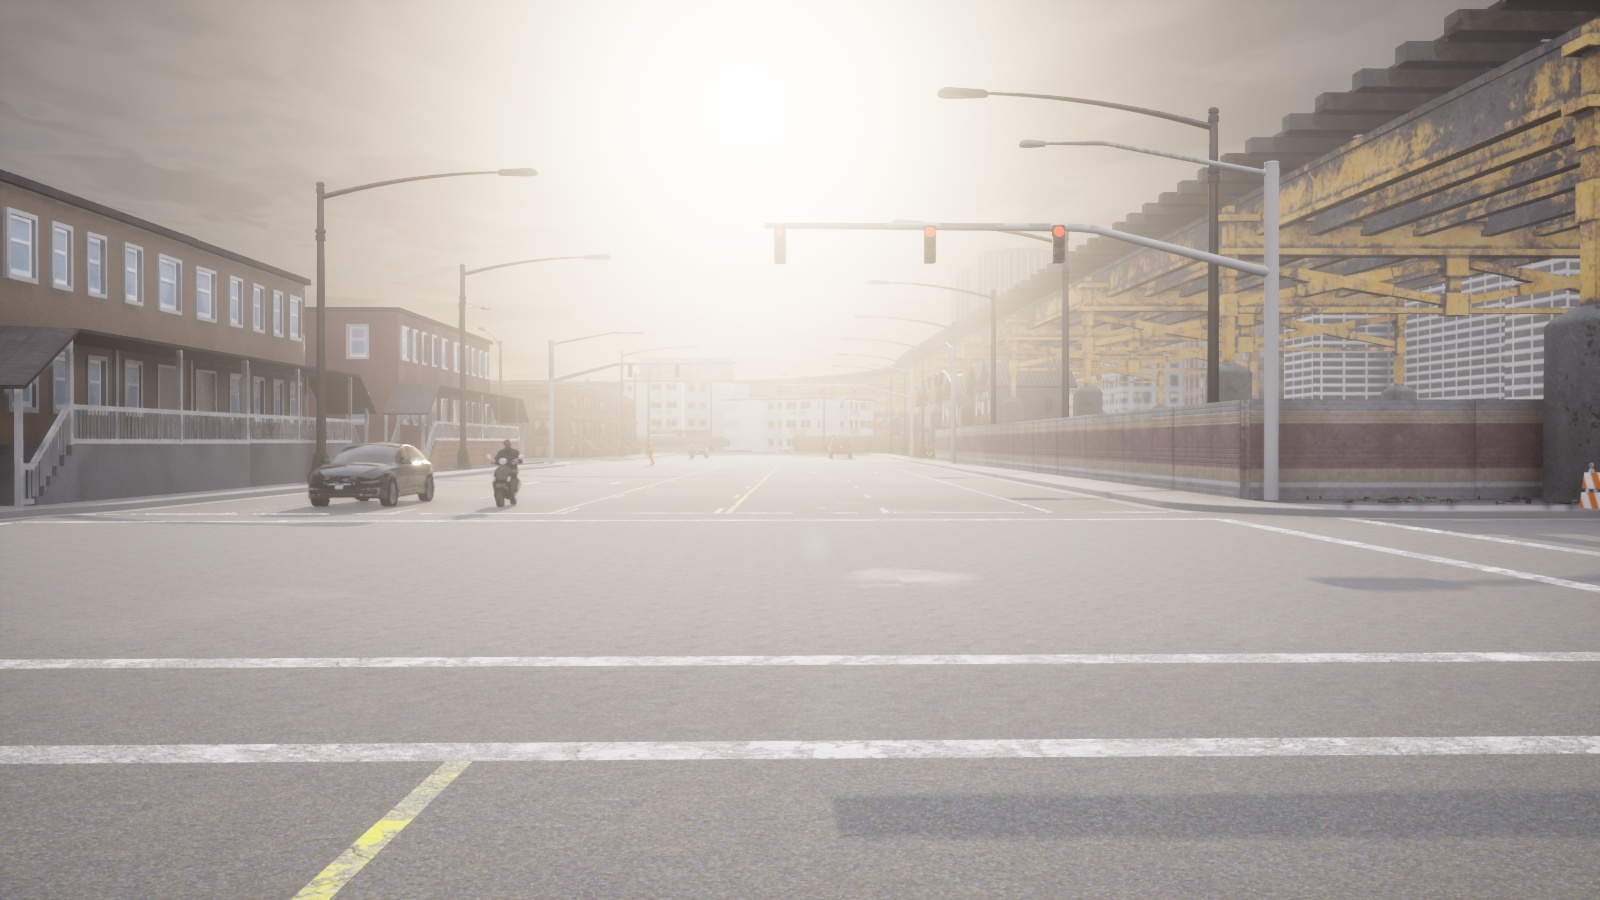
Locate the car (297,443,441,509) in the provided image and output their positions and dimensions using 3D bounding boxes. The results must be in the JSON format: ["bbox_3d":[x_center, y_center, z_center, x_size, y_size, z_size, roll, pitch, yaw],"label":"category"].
[{"bbox_3d":[-10.392,0.570,30.680,1.837,1.490,4.892,0,0,0],"label":"car"}]

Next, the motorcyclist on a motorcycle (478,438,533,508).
[{"bbox_3d":[-6.895,0.528,29.489,0.866,1.590,1.817,0,0,0],"label":"motorcyclist on a motorcycle"}]
